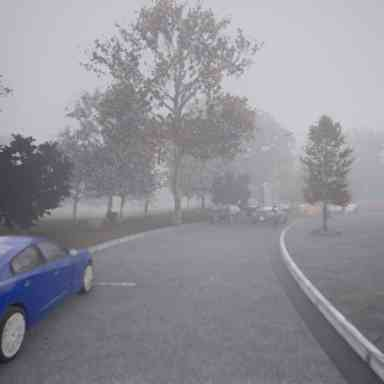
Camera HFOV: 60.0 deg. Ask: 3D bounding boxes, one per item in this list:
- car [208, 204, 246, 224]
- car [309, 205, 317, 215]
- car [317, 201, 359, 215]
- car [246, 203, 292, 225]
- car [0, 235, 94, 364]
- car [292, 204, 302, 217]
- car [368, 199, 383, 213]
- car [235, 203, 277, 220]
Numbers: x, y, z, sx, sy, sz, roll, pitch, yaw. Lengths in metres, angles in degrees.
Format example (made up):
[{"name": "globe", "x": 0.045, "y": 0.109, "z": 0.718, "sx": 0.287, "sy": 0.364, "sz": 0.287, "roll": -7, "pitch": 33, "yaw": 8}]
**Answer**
[{"name": "car", "x": 2.959, "y": 1.781, "z": 27.572, "sx": 2.231, "sy": 1.521, "sz": 4.892, "roll": -2, "pitch": -2, "yaw": 28}, {"name": "car", "x": 18.443, "y": 2.262, "z": 44.153, "sx": 4.892, "sy": 1.521, "sz": 2.231, "roll": 1, "pitch": -4, "yaw": -33}, {"name": "car", "x": 17.239, "y": 1.691, "z": 38.710, "sx": 5.566, "sy": 2.045, "sz": 2.150, "roll": 1, "pitch": -4, "yaw": -40}, {"name": "car", "x": 5.835, "y": 1.668, "z": 24.856, "sx": 1.812, "sy": 1.442, "sz": 4.674, "roll": -2, "pitch": -2, "yaw": 27}, {"name": "car", "x": -3.292, "y": 1.511, "z": 5.929, "sx": 2.097, "sy": 1.535, "sz": 5.008, "roll": 0, "pitch": -1, "yaw": 1}, {"name": "car", "x": 9.788, "y": 2.029, "z": 36.867, "sx": 2.231, "sy": 1.521, "sz": 4.892, "roll": -4, "pitch": -4, "yaw": 41}, {"name": "car", "x": 28.661, "y": 2.039, "z": 49.279, "sx": 5.566, "sy": 2.045, "sz": 2.435, "roll": 0, "pitch": -4, "yaw": -21}, {"name": "car", "x": 6.326, "y": 1.891, "z": 32.368, "sx": 2.097, "sy": 1.535, "sz": 5.008, "roll": -3, "pitch": -4, "yaw": 35}]
